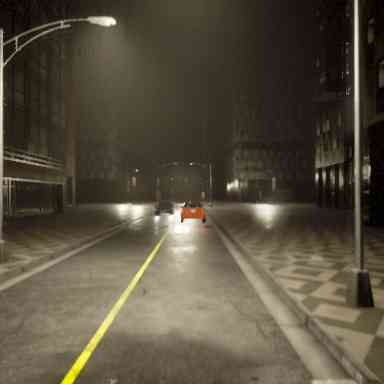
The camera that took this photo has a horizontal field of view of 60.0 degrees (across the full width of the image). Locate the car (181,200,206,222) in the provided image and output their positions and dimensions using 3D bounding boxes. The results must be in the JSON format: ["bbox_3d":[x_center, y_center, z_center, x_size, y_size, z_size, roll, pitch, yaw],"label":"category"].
[{"bbox_3d":[0.103,1.636,29.412,2.097,1.767,4.553,0,0,0],"label":"car"}]

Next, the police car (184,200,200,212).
[{"bbox_3d":[0.039,1.945,46.076,2.038,1.542,4.974,0,-1,0],"label":"police car"}]

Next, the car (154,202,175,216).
[{"bbox_3d":[-3.053,1.886,37.554,1.812,1.442,4.674,0,-1,0],"label":"car"}]
